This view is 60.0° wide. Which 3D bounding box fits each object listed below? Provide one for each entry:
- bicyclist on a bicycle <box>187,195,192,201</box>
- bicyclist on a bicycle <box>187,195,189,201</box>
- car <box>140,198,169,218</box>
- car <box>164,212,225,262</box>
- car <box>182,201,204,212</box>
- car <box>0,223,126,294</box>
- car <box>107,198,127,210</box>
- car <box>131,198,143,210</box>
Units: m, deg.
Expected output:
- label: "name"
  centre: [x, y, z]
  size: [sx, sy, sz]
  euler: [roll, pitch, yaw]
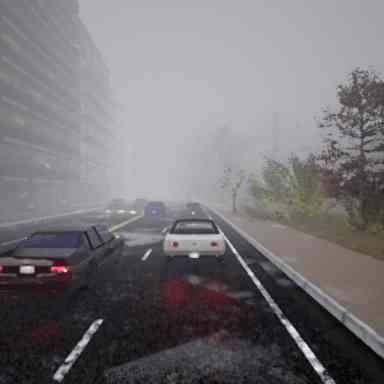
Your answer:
- label: "bicyclist on a bicycle"
  centre: [-0.455, 1.526, 77.433]
  size: [0.866, 1.612, 1.509]
  euler: [0, 0, -4]
- label: "bicyclist on a bicycle"
  centre: [-1.072, 1.546, 86.491]
  size: [0.582, 1.620, 1.656]
  euler: [0, 0, -4]
- label: "car"
  centre: [-3.165, 1.511, 30.319]
  size: [1.882, 1.535, 5.008]
  euler: [0, 0, 0]
- label: "car"
  centre: [0.080, 1.613, 12.203]
  size: [1.895, 1.301, 4.718]
  euler: [0, 0, 0]
- label: "car"
  centre: [0.078, 1.559, 29.764]
  size: [1.812, 1.442, 4.674]
  euler: [0, 0, 0]
- label: "car"
  centre: [-3.186, 1.556, 8.972]
  size: [2.033, 1.411, 5.357]
  euler: [0, 0, 0]
- label: "car"
  centre: [-9.934, 1.530, 44.406]
  size: [1.882, 1.535, 5.008]
  euler: [0, 0, -1]
- label: "car"
  centre: [-6.675, 1.529, 43.357]
  size: [1.882, 1.535, 5.008]
  euler: [0, 0, -1]
